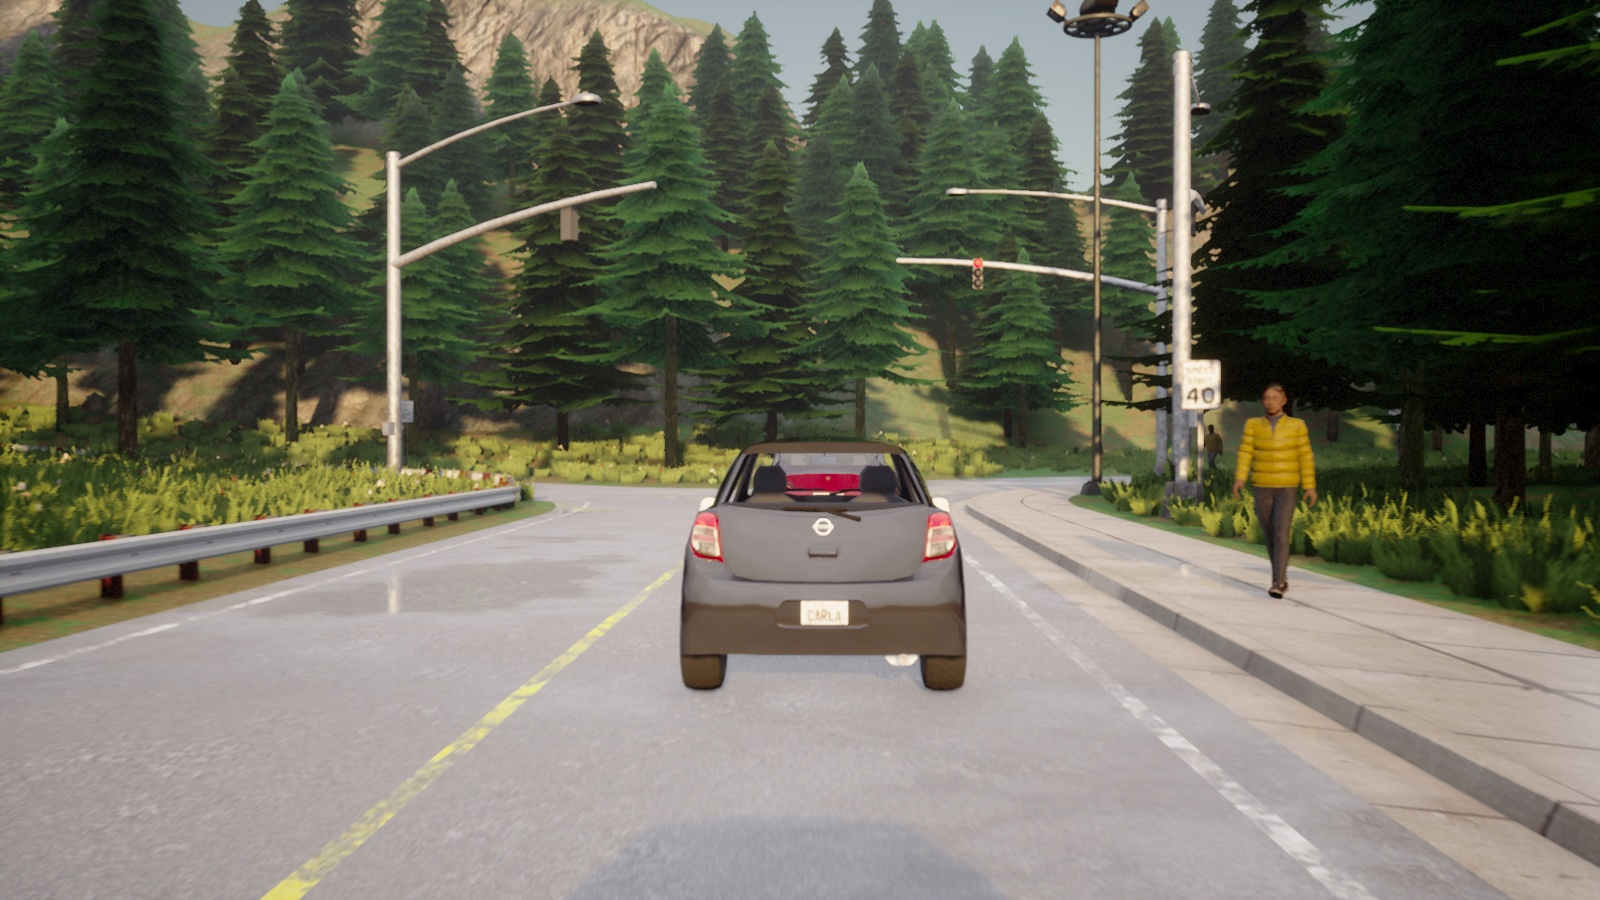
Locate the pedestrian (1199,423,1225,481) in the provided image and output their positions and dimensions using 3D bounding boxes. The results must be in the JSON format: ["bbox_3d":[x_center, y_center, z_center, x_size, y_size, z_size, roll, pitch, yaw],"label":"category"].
[{"bbox_3d":[13.213,0.061,40.227,0.709,1.840,0.431,0,1,-33],"label":"pedestrian"}]

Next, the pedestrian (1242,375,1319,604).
[{"bbox_3d":[4.026,0.318,10.509,0.431,1.840,0.709,0,1,35],"label":"pedestrian"}]

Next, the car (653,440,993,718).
[{"bbox_3d":[0.164,0.683,8.635,1.845,1.501,3.633,0,1,1],"label":"car"}]
